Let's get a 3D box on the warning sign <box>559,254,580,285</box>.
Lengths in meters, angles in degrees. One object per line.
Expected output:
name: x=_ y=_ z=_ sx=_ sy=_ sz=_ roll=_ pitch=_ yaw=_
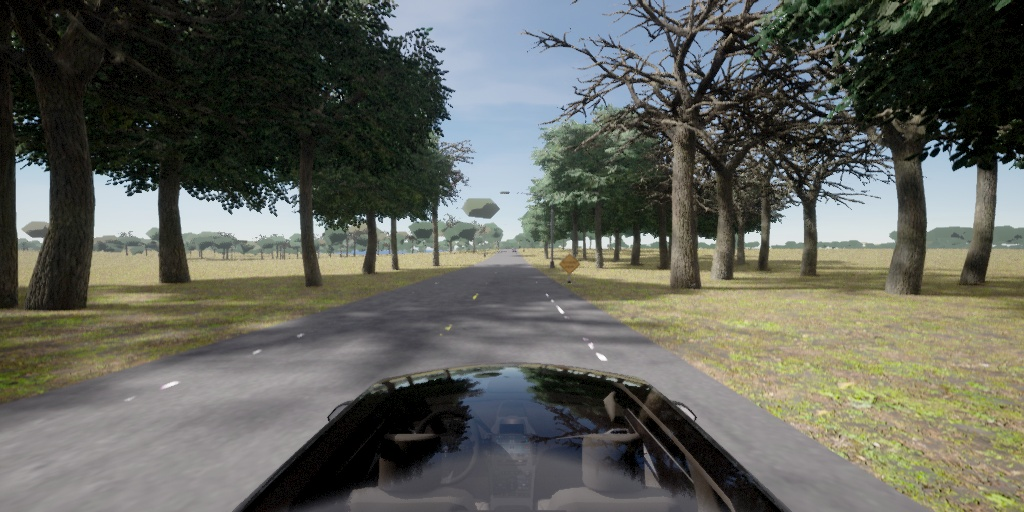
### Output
warning sign: x=3.550 y=0.792 z=22.220 sx=1.300 sy=1.860 sz=1.060 roll=0 pitch=0 yaw=0
